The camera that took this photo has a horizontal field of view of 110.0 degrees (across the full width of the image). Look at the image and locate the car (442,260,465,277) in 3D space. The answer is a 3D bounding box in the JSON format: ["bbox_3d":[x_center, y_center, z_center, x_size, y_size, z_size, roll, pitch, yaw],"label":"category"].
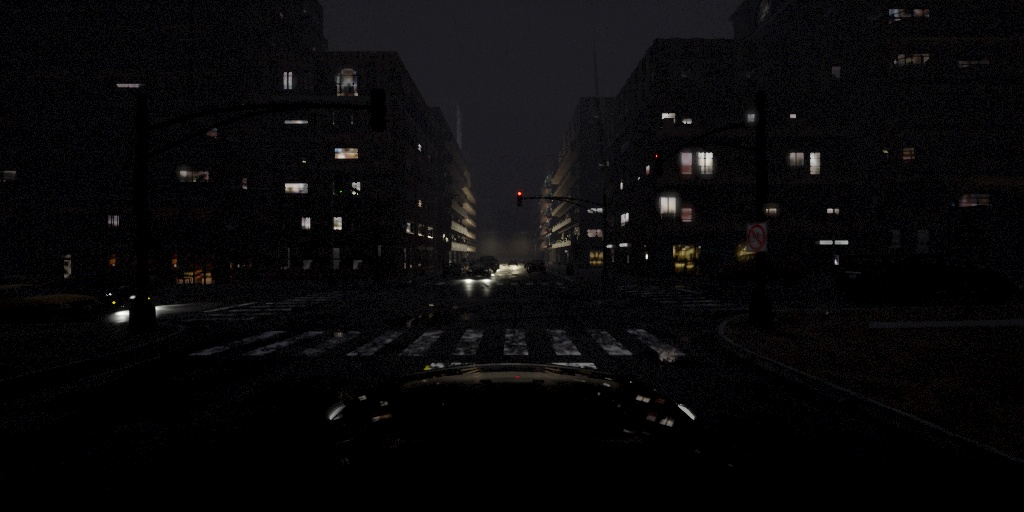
[{"bbox_3d":[-5.608,1.322,35.099,1.948,1.339,4.313,0,0,0],"label":"car"}]

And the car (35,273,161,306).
[{"bbox_3d":[-18.288,1.627,15.388,4.181,1.385,1.994,-1,0,0],"label":"car"}]

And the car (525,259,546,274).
[{"bbox_3d":[2.786,1.198,40.763,1.967,1.591,4.097,0,0,0],"label":"car"}]

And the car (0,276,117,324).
[{"bbox_3d":[-17.603,1.585,12.803,4.829,1.417,1.751,0,0,0],"label":"car"}]

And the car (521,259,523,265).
[{"bbox_3d":[2.829,1.348,57.811,1.802,1.307,4.207,0,0,0],"label":"car"}]

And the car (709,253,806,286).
[{"bbox_3d":[14.624,0.759,21.385,5.009,1.841,2.192,0,0,0],"label":"car"}]

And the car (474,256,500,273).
[{"bbox_3d":[-2.995,0.981,44.065,2.150,2.045,5.566,0,0,0],"label":"car"}]

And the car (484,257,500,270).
[{"bbox_3d":[-2.955,1.116,54.397,2.097,1.767,4.553,0,0,0],"label":"car"}]

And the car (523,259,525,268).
[{"bbox_3d":[2.801,1.200,46.446,1.967,1.591,4.097,0,0,0],"label":"car"}]

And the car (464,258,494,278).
[{"bbox_3d":[-3.022,1.233,34.083,1.882,1.535,5.008,0,0,0],"label":"car"}]

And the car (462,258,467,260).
[{"bbox_3d":[-5.594,1.283,40.612,1.751,1.417,4.829,0,0,0],"label":"car"}]

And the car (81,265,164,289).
[{"bbox_3d":[-23.551,1.462,21.114,5.009,1.841,2.192,0,0,0],"label":"car"}]

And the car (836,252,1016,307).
[{"bbox_3d":[14.738,0.775,13.006,5.009,1.841,2.192,0,0,0],"label":"car"}]
